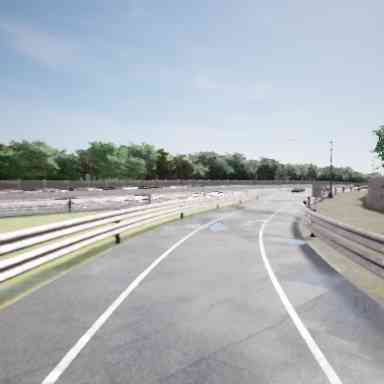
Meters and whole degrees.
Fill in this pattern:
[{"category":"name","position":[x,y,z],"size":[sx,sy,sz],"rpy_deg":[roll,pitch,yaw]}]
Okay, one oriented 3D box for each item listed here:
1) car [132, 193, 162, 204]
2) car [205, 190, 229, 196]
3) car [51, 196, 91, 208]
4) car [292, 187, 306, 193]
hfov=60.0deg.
[{"category":"car","position":[-6.352,0.817,46.956],"size":[1.812,1.442,4.674],"rpy_deg":[2,3,43]},{"category":"car","position":[4.579,0.356,58.616],"size":[2.033,1.411,5.357],"rpy_deg":[2,3,43]},{"category":"car","position":[-14.022,1.163,38.775],"size":[1.812,1.442,4.674],"rpy_deg":[2,3,43]},{"category":"car","position":[26.343,-0.492,81.835],"size":[1.994,1.385,4.181],"rpy_deg":[2,3,43]}]
